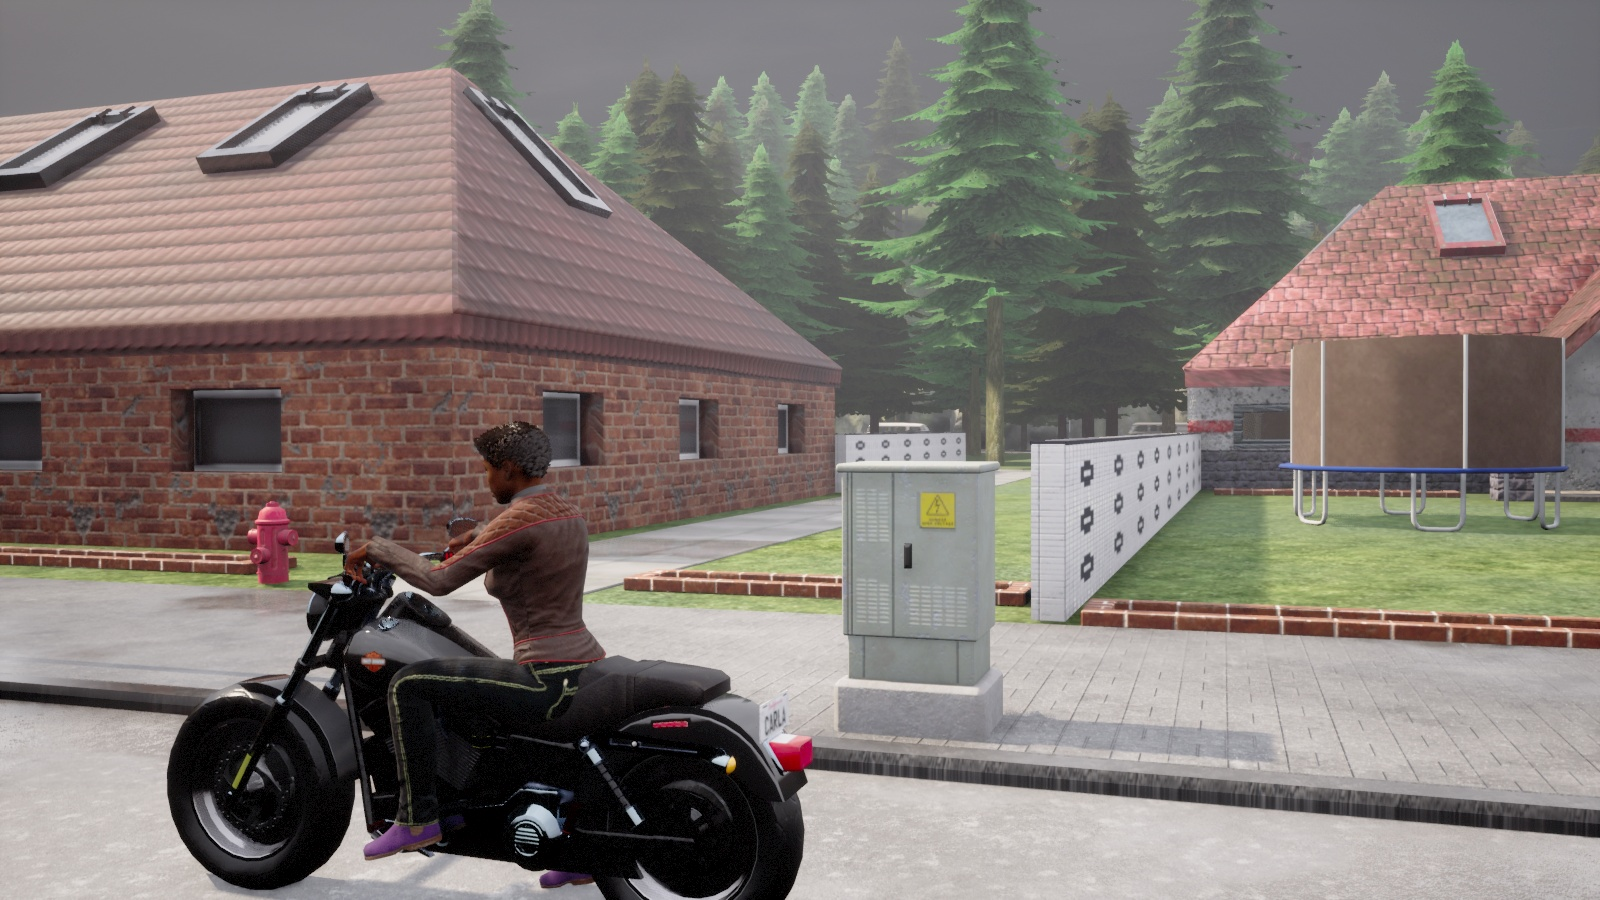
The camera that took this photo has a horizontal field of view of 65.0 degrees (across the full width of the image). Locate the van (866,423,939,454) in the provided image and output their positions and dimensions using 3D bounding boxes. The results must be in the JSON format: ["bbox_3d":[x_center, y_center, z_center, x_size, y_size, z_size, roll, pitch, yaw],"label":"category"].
[{"bbox_3d":[6.876,-0.768,83.877,4.480,2.038,2.069,1,1,19],"label":"van"}]

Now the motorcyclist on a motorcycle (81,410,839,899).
[{"bbox_3d":[-1.109,0.707,4.093,2.350,1.649,0.766,0,1,19],"label":"motorcyclist on a motorcycle"}]

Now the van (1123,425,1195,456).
[{"bbox_3d":[23.594,-0.652,82.471,4.442,1.987,1.775,1,1,19],"label":"van"}]
